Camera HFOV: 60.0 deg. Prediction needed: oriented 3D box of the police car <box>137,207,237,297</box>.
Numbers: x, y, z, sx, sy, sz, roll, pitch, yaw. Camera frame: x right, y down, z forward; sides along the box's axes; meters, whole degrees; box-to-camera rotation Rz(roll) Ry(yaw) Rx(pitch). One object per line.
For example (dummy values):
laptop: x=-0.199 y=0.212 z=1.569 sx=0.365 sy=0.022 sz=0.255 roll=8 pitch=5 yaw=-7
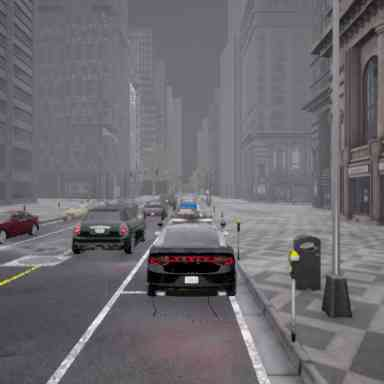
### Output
police car: x=-0.007 y=1.426 z=8.759 sx=1.930 sy=1.638 sz=5.238 roll=0 pitch=0 yaw=0

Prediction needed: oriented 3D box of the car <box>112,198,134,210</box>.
car: x=-8.902 y=1.550 z=43.358 sx=1.887 sy=1.381 sz=4.507 roll=0 pitch=0 yaw=0

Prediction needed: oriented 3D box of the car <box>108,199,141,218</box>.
car: x=-6.225 y=1.495 z=31.226 sx=2.128 sy=1.511 sz=4.902 roll=0 pitch=0 yaw=0

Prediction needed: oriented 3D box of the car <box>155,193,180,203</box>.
car: x=-3.044 y=1.224 z=43.029 sx=2.150 sy=2.045 sz=5.566 roll=0 pitch=0 yaw=1

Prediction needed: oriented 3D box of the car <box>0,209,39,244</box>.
car: x=-8.908 y=1.546 z=15.730 sx=1.887 sy=1.381 sz=4.507 roll=0 pitch=0 yaw=0

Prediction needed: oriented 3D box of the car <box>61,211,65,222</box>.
car: x=-8.906 y=1.528 z=26.612 sx=1.752 sy=1.417 sz=4.829 roll=0 pitch=0 yaw=0

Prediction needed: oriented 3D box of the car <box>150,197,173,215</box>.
car: x=-3.044 y=1.495 z=28.239 sx=2.128 sy=1.511 sz=4.902 roll=0 pitch=0 yaw=0

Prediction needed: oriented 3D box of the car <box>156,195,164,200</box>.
car: x=-8.864 y=1.586 z=92.031 sx=1.887 sy=1.381 sz=4.507 roll=0 pitch=0 yaw=0

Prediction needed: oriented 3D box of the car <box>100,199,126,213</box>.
car: x=-8.903 y=1.549 z=37.832 sx=1.887 sy=1.381 sz=4.507 roll=0 pitch=0 yaw=0

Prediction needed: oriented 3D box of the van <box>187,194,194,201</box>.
van: x=-0.341 y=1.377 z=86.845 sx=1.690 sy=1.788 sz=3.998 roll=0 pitch=0 yaw=0

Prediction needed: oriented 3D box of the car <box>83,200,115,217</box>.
car: x=-8.905 y=1.548 z=32.307 sx=1.887 sy=1.381 sz=4.507 roll=0 pitch=0 yaw=0

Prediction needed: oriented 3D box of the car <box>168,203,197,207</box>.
car: x=-0.361 y=1.584 z=21.236 sx=1.802 sy=1.307 sz=4.206 roll=0 pitch=0 yaw=0

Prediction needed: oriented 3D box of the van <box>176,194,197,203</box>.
van: x=-0.353 y=1.345 z=32.286 sx=1.690 sy=1.788 sz=3.998 roll=0 pitch=0 yaw=0

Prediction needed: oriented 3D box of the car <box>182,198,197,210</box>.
car: x=-0.347 y=1.551 z=43.336 sx=1.887 sy=1.381 sz=4.507 roll=0 pitch=0 yaw=0

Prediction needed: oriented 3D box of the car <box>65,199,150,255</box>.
car: x=-3.138 y=1.354 z=13.464 sx=2.097 sy=1.767 sz=4.553 roll=0 pitch=0 yaw=0
